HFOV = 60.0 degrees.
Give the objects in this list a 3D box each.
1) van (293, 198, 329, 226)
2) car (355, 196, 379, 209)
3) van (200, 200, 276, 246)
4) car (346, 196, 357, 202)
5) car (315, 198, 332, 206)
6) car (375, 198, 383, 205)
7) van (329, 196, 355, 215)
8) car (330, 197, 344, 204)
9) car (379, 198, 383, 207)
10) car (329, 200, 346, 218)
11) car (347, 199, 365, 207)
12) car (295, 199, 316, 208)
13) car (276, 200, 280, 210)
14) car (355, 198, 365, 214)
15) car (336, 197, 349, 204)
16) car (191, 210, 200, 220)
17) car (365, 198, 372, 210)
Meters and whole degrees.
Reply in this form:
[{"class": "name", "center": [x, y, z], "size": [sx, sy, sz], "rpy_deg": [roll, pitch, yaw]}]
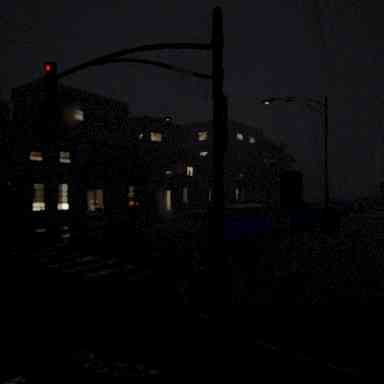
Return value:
[{"class": "van", "center": [8.722, 1.493, 24.981], "size": [1.690, 1.788, 3.998], "rpy_deg": [-1, 0, 35]}, {"class": "car", "center": [24.712, 1.521, 47.489], "size": [2.192, 1.841, 5.009], "rpy_deg": [-1, 0, 35]}, {"class": "van", "center": [2.327, 1.477, 15.977], "size": [1.690, 1.788, 3.998], "rpy_deg": [-1, 0, 35]}, {"class": "car", "center": [40.276, 1.791, 83.865], "size": [1.967, 1.590, 4.097], "rpy_deg": [-1, -1, 35]}, {"class": "car", "center": [24.287, 1.817, 61.357], "size": [1.887, 1.381, 4.507], "rpy_deg": [-1, 0, 35]}, {"class": "car", "center": [37.504, 1.807, 65.493], "size": [1.887, 1.381, 4.507], "rpy_deg": [-1, -1, 35]}, {"class": "van", "center": [15.118, 1.513, 33.983], "size": [1.690, 1.788, 3.998], "rpy_deg": [-1, 0, 35]}, {"class": "car", "center": [30.584, 1.827, 70.222], "size": [1.752, 1.417, 4.829], "rpy_deg": [-1, -1, 35]}, {"class": "car", "center": [27.910, 1.534, 51.990], "size": [2.192, 1.841, 5.009], "rpy_deg": [-1, 0, 35]}, {"class": "car", "center": [11.921, 1.706, 29.480], "size": [1.887, 1.381, 4.507], "rpy_deg": [-1, 0, 35]}, {"class": "car", "center": [27.807, 1.841, 56.308], "size": [1.895, 1.301, 4.718], "rpy_deg": [0, 0, 35]}, {"class": "car", "center": [17.891, 1.791, 52.354], "size": [1.887, 1.381, 4.507], "rpy_deg": [-1, 0, 35]}, {"class": "car", "center": [8.298, 1.652, 38.852], "size": [1.967, 1.590, 4.097], "rpy_deg": [-1, 0, 35]}, {"class": "car", "center": [18.416, 1.708, 38.623], "size": [1.752, 1.417, 4.829], "rpy_deg": [-1, 0, 35]}, {"class": "car", "center": [33.880, 1.884, 74.862], "size": [1.947, 1.339, 4.313], "rpy_deg": [-1, -1, 35]}, {"class": "car", "center": [1.803, 1.717, 29.708], "size": [1.752, 1.417, 4.829], "rpy_deg": [-1, 0, 35]}, {"class": "car", "center": [21.515, 1.760, 42.985], "size": [1.947, 1.339, 4.313], "rpy_deg": [-1, 0, 35]}]
